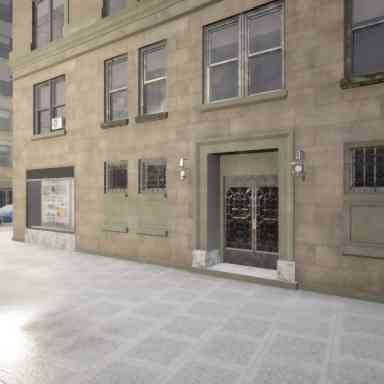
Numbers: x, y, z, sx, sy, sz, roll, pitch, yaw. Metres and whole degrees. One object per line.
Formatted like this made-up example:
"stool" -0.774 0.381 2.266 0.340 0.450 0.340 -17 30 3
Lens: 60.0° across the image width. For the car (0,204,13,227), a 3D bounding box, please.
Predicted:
"car" -11.905 1.512 23.049 2.033 1.411 5.357 0 0 39
